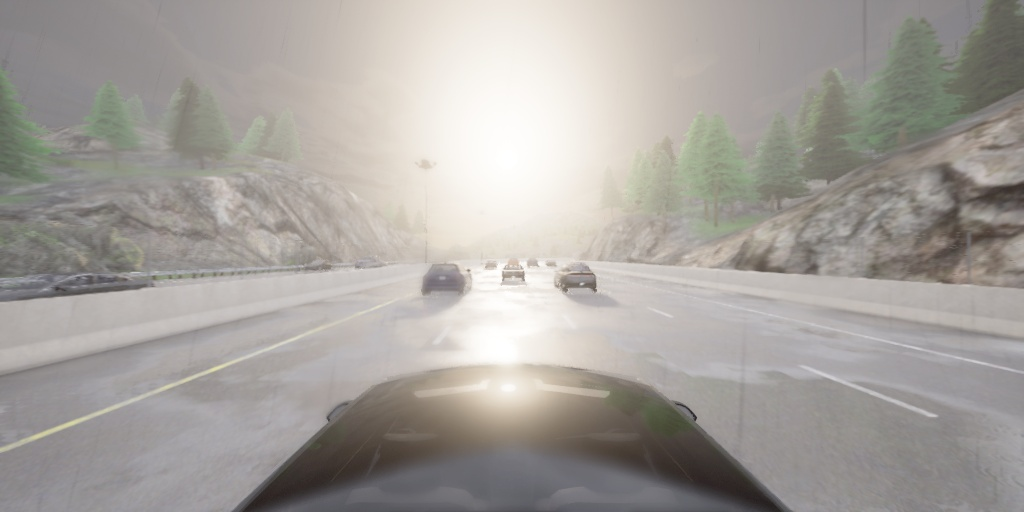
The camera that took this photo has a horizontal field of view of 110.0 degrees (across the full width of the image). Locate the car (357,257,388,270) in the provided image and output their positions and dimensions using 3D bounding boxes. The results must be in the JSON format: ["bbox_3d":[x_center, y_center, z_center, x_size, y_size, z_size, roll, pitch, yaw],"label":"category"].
[{"bbox_3d":[-17.530,1.255,46.174,2.128,1.511,4.902,0,0,1],"label":"car"}]

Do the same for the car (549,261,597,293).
[{"bbox_3d":[3.606,1.246,20.859,2.128,1.511,4.902,0,0,0],"label":"car"}]

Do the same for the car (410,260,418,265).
[{"bbox_3d":[-14.008,1.332,54.175,1.994,1.385,4.181,0,0,1],"label":"car"}]

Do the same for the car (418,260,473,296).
[{"bbox_3d":[-3.393,1.107,19.610,2.097,1.767,4.553,0,0,0],"label":"car"}]

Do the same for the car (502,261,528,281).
[{"bbox_3d":[0.111,1.359,30.382,1.895,1.301,4.718,0,0,0],"label":"car"}]

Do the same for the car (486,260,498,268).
[{"bbox_3d":[-3.387,1.314,60.253,2.033,1.411,5.357,0,0,0],"label":"car"}]

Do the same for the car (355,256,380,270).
[{"bbox_3d":[-21.015,0.981,52.708,2.150,2.045,5.566,0,0,1],"label":"car"}]

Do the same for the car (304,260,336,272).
[{"bbox_3d":[-24.526,1.242,45.879,1.882,1.535,5.008,0,0,1],"label":"car"}]

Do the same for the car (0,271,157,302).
[{"bbox_3d":[-14.089,1.246,11.234,2.128,1.511,4.902,0,0,0],"label":"car"}]
